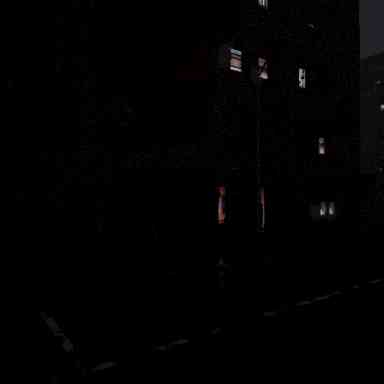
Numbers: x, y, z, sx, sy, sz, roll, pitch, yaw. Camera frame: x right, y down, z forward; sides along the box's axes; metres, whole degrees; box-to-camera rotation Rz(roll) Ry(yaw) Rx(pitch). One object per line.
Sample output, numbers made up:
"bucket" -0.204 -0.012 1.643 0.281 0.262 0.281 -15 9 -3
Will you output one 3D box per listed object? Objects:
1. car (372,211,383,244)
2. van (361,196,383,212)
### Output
"car" 9.316 1.526 13.212 4.829 1.417 1.752 0 0 -35
"van" 17.835 1.288 34.111 1.690 1.788 3.998 0 0 -36
